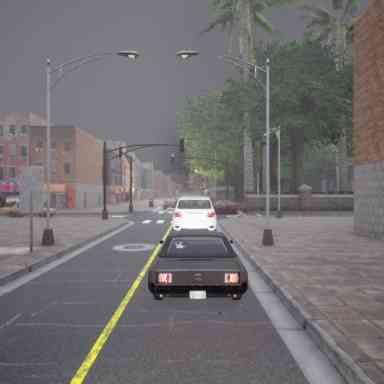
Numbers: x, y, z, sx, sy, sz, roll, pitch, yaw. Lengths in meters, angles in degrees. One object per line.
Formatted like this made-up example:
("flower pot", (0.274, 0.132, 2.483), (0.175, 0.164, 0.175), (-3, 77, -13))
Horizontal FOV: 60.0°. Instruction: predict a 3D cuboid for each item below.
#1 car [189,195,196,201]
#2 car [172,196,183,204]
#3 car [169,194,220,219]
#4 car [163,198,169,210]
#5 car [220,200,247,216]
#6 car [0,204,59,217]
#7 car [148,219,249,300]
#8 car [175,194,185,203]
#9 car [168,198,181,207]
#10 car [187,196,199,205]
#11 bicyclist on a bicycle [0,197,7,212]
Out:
("car", (0.107, 1.609, 84.575), (1.837, 1.490, 4.892), (0, 0, 0))
("car", (-2.724, 1.540, 63.836), (1.882, 1.535, 5.008), (0, 0, 1))
("car", (0.128, 1.230, 18.096), (2.150, 2.045, 5.566), (0, 0, 0))
("car", (-2.790, 1.564, 44.547), (1.812, 1.442, 4.674), (0, 0, 0))
("car", (2.724, 1.493, 31.163), (5.008, 1.535, 1.882), (0, 0, -17))
("car", (-14.403, 1.573, 29.666), (4.829, 1.417, 1.752), (0, 0, 0))
("car", (0.111, 1.603, 8.332), (1.895, 1.301, 4.718), (0, 0, 0))
("car", (-2.656, 1.405, 73.971), (2.097, 1.767, 4.553), (0, 0, 0))
("car", (-2.773, 1.651, 53.723), (1.895, 1.301, 4.718), (0, 0, 0))
("car", (0.173, 1.550, 60.845), (2.128, 1.511, 4.902), (0, 0, 0))
("bicyclist on a bicycle", (-20.098, 1.373, 35.313), (0.582, 1.620, 1.656), (0, 0, 0))
